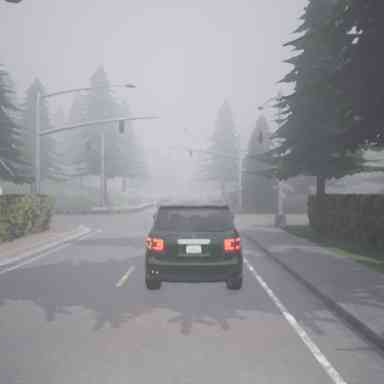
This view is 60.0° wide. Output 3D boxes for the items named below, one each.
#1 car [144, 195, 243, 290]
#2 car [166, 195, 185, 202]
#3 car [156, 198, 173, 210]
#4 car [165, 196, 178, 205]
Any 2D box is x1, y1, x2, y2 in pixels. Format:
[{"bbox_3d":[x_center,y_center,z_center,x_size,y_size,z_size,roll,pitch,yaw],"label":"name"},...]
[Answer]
[{"bbox_3d":[0.052,1.215,9.208,2.150,2.045,5.566,0,0,0],"label":"car"},{"bbox_3d":[-3.820,1.429,74.421,1.882,1.535,5.008,0,0,-35],"label":"car"},{"bbox_3d":[-3.644,1.534,44.425,1.994,1.385,4.181,0,0,0],"label":"car"},{"bbox_3d":[-3.689,1.451,60.841,2.128,1.511,4.902,0,0,-1],"label":"car"}]
